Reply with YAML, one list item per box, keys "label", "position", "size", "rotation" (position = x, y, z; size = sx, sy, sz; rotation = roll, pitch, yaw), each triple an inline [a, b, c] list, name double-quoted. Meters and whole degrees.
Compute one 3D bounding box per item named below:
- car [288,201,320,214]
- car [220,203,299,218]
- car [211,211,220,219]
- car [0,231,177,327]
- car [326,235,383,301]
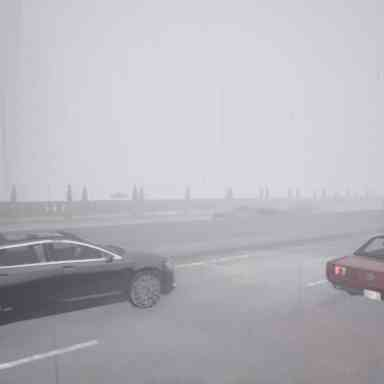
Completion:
- label: "car"
  position: [10.415, 1.548, 32.848]
  size: [5.357, 1.411, 2.033]
  rotation: [0, 0, -35]
- label: "car"
  position: [4.032, 1.565, 19.751]
  size: [4.181, 1.385, 1.994]
  rotation: [0, 0, -35]
- label: "car"
  position: [3.386, 1.565, 23.585]
  size: [4.181, 1.385, 1.994]
  rotation: [0, 0, -35]
- label: "car"
  position: [-2.584, 1.492, 6.202]
  size: [4.902, 1.511, 2.128]
  rotation: [0, 0, -35]
- label: "car"
  position: [5.130, 1.601, 7.402]
  size: [4.718, 1.301, 1.895]
  rotation: [0, 0, -35]
